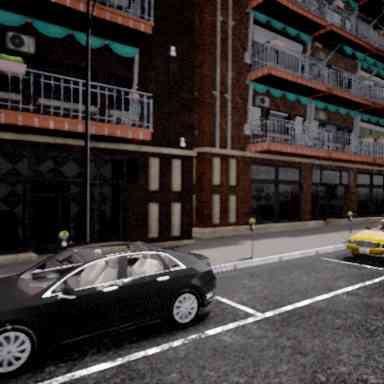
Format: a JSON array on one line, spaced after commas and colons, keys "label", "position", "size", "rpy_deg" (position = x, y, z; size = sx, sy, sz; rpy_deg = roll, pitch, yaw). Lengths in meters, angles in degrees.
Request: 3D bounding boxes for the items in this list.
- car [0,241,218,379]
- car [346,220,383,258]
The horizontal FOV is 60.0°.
[{"label": "car", "position": [-1.583, 1.549, 5.419], "size": [4.403, 1.369, 2.008], "rpy_deg": [0, 1, -35]}, {"label": "car", "position": [7.346, 1.511, 11.787], "size": [4.829, 1.417, 1.752], "rpy_deg": [0, 1, -35]}]
